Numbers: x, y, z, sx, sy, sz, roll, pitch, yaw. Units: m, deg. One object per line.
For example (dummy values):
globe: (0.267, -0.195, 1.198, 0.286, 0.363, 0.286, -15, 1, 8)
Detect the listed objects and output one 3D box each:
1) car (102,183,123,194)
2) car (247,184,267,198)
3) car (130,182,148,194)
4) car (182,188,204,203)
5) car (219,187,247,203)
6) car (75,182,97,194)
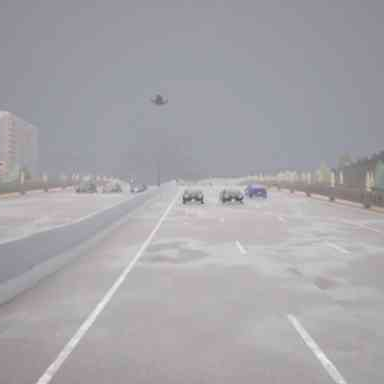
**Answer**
car: (-10.552, -0.509, 44.203, 1.812, 1.442, 4.674, 0, 3, 0)
car: (7.119, -0.170, 37.535, 1.882, 1.535, 5.008, 0, 3, 0)
car: (-7.051, -0.543, 44.271, 2.128, 1.511, 4.902, 0, 3, 0)
car: (0.099, 0.311, 31.070, 1.895, 1.301, 4.718, 0, 3, 0)
car: (3.599, 0.312, 31.107, 1.895, 1.301, 4.718, 0, 3, 0)
car: (-14.049, -0.538, 44.311, 1.837, 1.490, 4.892, 0, 3, 0)
